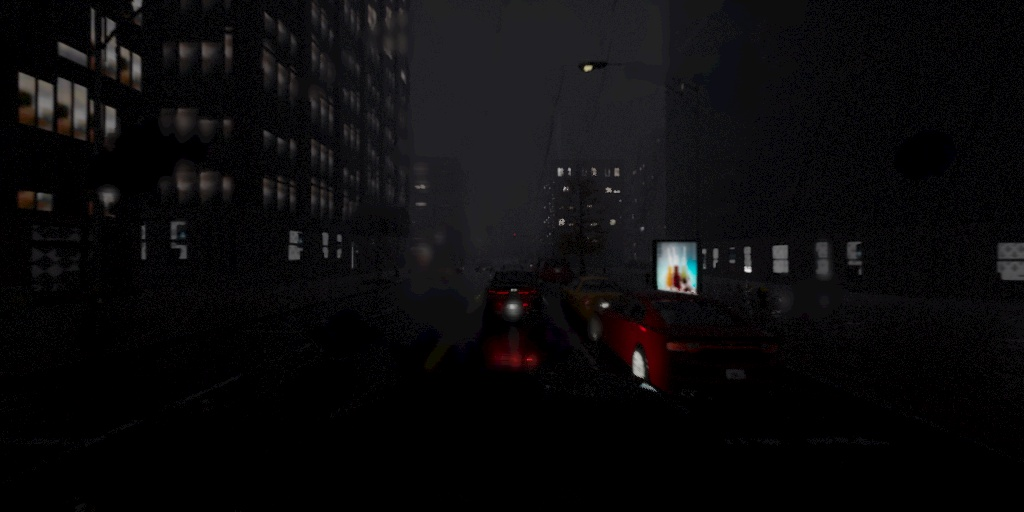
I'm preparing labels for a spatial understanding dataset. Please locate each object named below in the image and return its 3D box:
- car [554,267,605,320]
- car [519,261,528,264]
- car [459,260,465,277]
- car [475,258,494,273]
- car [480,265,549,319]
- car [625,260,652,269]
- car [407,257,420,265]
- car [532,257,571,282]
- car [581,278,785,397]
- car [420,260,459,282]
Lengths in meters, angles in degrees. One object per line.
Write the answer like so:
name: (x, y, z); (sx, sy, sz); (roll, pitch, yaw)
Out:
car: (2.694, 1.249, 12.285); (1.751, 1.417, 4.829); (0, 0, 0)
car: (0.067, 1.287, 26.724); (1.895, 1.301, 4.718); (0, 0, 0)
car: (-5.682, 1.107, 34.355); (1.967, 1.591, 4.097); (0, 0, 0)
car: (-3.069, 1.175, 41.457); (1.812, 1.442, 4.674); (0, 0, 0)
car: (0.071, 1.227, 12.704); (1.837, 1.490, 4.892); (0, 0, 0)
car: (20.847, 1.355, 59.055); (4.097, 1.591, 1.967); (0, 0, 0)
car: (-17.251, 0.865, 58.741); (4.507, 1.381, 1.888); (0, 0, 0)
car: (2.696, 1.010, 23.233); (2.192, 1.841, 5.009); (0, 0, 0)
car: (2.693, 1.283, 6.556); (1.888, 1.381, 4.507); (0, 0, 0)
car: (-5.683, 1.206, 28.626); (1.751, 1.417, 4.829); (0, 0, 0)
